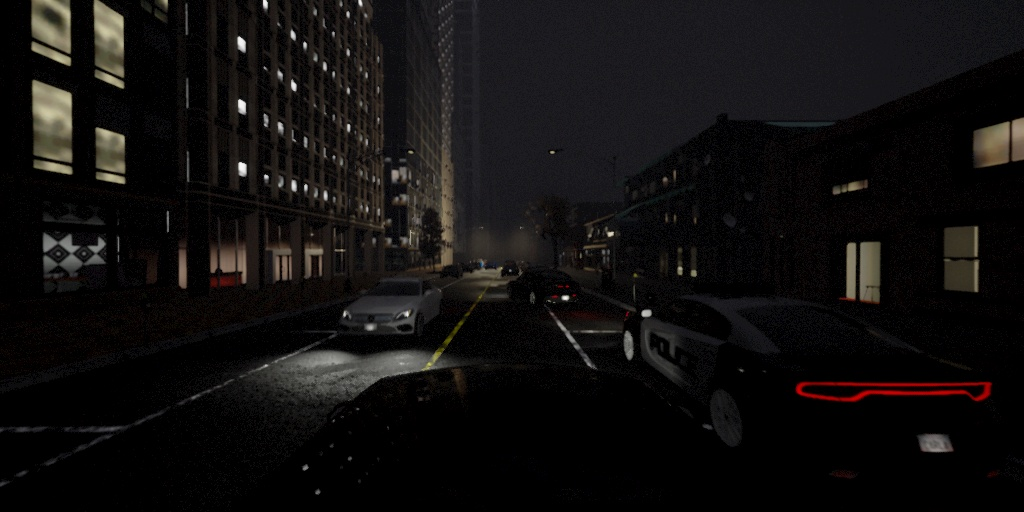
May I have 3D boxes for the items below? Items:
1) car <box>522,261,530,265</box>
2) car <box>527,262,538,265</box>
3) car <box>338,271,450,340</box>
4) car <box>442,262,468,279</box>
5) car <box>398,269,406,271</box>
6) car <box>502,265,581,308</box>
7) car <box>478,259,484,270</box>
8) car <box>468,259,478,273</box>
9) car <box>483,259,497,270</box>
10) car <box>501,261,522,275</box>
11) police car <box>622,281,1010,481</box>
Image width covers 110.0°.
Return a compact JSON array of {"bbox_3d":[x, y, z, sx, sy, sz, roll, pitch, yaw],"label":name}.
[{"bbox_3d":[2.408,1.519,41.300,1.888,1.381,4.507,0,0,0],"label":"car"},{"bbox_3d":[2.490,1.475,30.012,1.948,1.339,4.313,0,0,0],"label":"car"},{"bbox_3d":[-3.158,1.324,10.299,1.812,1.442,4.674,0,0,0],"label":"car"},{"bbox_3d":[-5.899,1.509,35.650,1.948,1.339,4.313,0,0,0],"label":"car"},{"bbox_3d":[-5.775,1.372,18.549,1.751,1.417,4.829,0,0,0],"label":"car"},{"bbox_3d":[1.264,1.335,15.901,1.837,1.490,4.892,-1,0,-18],"label":"car"},{"bbox_3d":[-6.063,1.638,58.226,1.948,1.339,4.313,0,0,0],"label":"car"},{"bbox_3d":[-5.981,1.447,46.938,1.967,1.591,4.097,0,0,0],"label":"car"},{"bbox_3d":[-3.423,1.554,59.072,1.882,1.535,5.008,0,-1,0],"label":"car"},{"bbox_3d":[-0.176,1.530,39.944,1.994,1.385,4.181,0,0,0],"label":"car"},{"bbox_3d":[3.114,1.194,5.242,1.930,1.638,5.238,0,0,0],"label":"police car"}]
